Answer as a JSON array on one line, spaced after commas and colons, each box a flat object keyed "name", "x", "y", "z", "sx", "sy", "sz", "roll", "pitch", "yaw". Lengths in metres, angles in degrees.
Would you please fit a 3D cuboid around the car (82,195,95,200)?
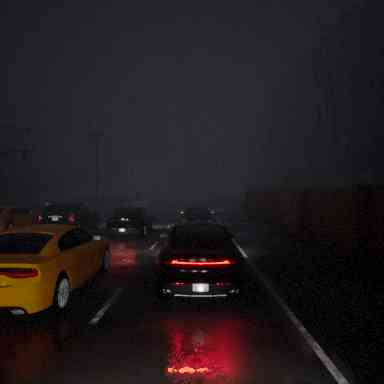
[{"name": "car", "x": -26.799, "y": 1.411, "z": 86.344, "sx": 1.895, "sy": 1.301, "sz": 4.718, "roll": 0, "pitch": 1, "yaw": 1}]

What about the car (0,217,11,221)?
[{"name": "car", "x": -6.812, "y": 1.564, "z": 8.442, "sx": 1.994, "sy": 1.385, "sz": 4.181, "roll": 0, "pitch": 0, "yaw": 0}]

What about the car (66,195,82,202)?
[{"name": "car", "x": -27.001, "y": 1.467, "z": 76.255, "sx": 1.994, "sy": 1.385, "sz": 4.181, "roll": 0, "pitch": 0, "yaw": 1}]

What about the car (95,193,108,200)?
[{"name": "car", "x": -23.303, "y": 1.174, "z": 86.083, "sx": 2.097, "sy": 1.767, "sz": 4.553, "roll": 0, "pitch": 1, "yaw": 1}]

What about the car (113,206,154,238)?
[{"name": "car", "x": -3.203, "y": 1.505, "z": 17.775, "sx": 1.837, "sy": 1.490, "sz": 4.892, "roll": 0, "pitch": 0, "yaw": 0}]

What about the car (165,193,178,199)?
[{"name": "car", "x": -5.625, "y": 1.217, "z": 94.765, "sx": 2.128, "sy": 1.511, "sz": 4.902, "roll": 0, "pitch": 1, "yaw": 1}]

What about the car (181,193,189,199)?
[{"name": "car", "x": -2.118, "y": 1.046, "z": 95.079, "sx": 2.097, "sy": 1.767, "sz": 4.553, "roll": 0, "pitch": 1, "yaw": 1}]

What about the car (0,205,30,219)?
[{"name": "car", "x": -10.199, "y": 1.478, "z": 18.478, "sx": 1.882, "sy": 1.535, "sz": 5.008, "roll": 0, "pitch": 0, "yaw": 1}]

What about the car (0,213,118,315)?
[{"name": "car", "x": -3.324, "y": 1.478, "z": 7.691, "sx": 1.882, "sy": 1.535, "sz": 5.008, "roll": 0, "pitch": 0, "yaw": 1}]

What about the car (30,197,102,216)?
[{"name": "car", "x": -6.698, "y": 1.352, "z": 18.469, "sx": 2.097, "sy": 1.767, "sz": 4.553, "roll": 0, "pitch": 0, "yaw": 1}]

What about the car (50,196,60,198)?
[{"name": "car", "x": -27.199, "y": 1.528, "z": 66.193, "sx": 1.994, "sy": 1.385, "sz": 4.181, "roll": 0, "pitch": 0, "yaw": 1}]

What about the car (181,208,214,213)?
[{"name": "car", "x": 0.305, "y": 1.564, "z": 18.639, "sx": 1.994, "sy": 1.385, "sz": 4.181, "roll": 0, "pitch": 0, "yaw": 1}]

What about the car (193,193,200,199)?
[{"name": "car", "x": 1.382, "y": 1.242, "z": 95.041, "sx": 1.994, "sy": 1.385, "sz": 4.181, "roll": 0, "pitch": 1, "yaw": 1}]

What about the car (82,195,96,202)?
[{"name": "car", "x": -23.505, "y": 1.469, "z": 76.020, "sx": 1.994, "sy": 1.385, "sz": 4.181, "roll": 0, "pitch": 0, "yaw": 1}]

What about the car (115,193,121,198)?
[{"name": "car", "x": -19.801, "y": 1.172, "z": 86.175, "sx": 2.097, "sy": 1.767, "sz": 4.553, "roll": 0, "pitch": 1, "yaw": 1}]

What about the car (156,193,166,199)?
[{"name": "car", "x": -9.125, "y": 1.170, "z": 94.839, "sx": 1.882, "sy": 1.535, "sz": 5.008, "roll": 0, "pitch": 1, "yaw": 1}]

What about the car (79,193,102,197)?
[{"name": "car", "x": -20.200, "y": 1.311, "z": 66.102, "sx": 2.097, "sy": 1.767, "sz": 4.553, "roll": 0, "pitch": 0, "yaw": 1}]

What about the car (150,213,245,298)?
[{"name": "car", "x": 0.186, "y": 1.505, "z": 8.515, "sx": 1.837, "sy": 1.490, "sz": 4.892, "roll": 0, "pitch": 0, "yaw": 1}]

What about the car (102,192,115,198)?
[{"name": "car", "x": -20.005, "y": 1.141, "z": 75.983, "sx": 2.150, "sy": 2.045, "sz": 5.566, "roll": 0, "pitch": 0, "yaw": 1}]

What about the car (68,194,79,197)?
[{"name": "car", "x": -23.699, "y": 1.330, "z": 66.162, "sx": 2.097, "sy": 1.767, "sz": 4.553, "roll": 0, "pitch": 0, "yaw": 1}]
